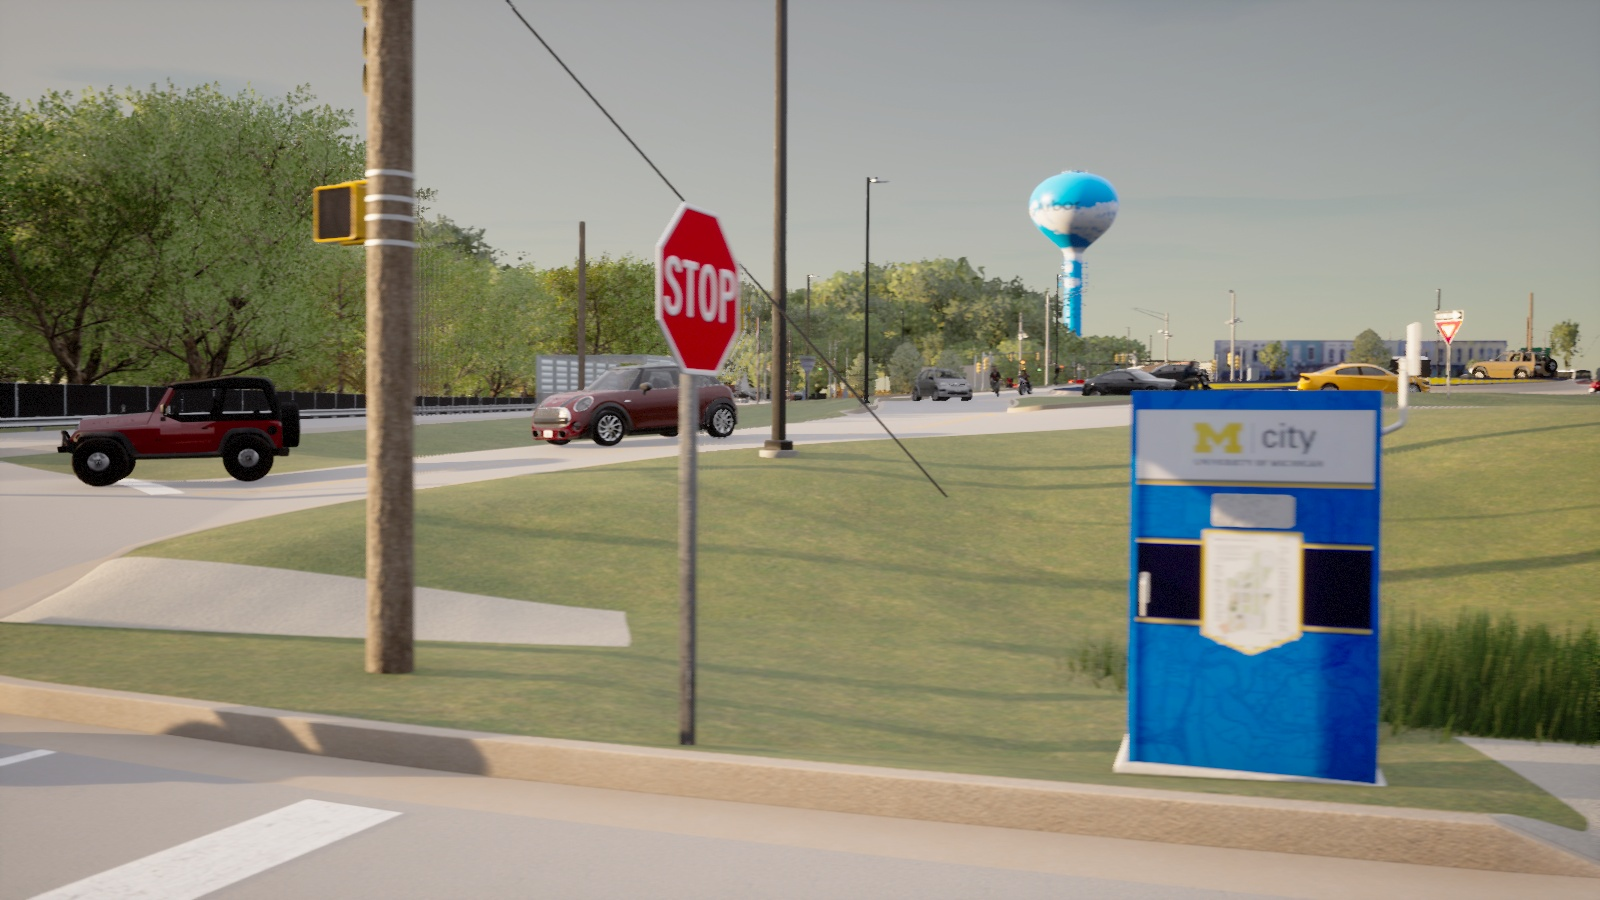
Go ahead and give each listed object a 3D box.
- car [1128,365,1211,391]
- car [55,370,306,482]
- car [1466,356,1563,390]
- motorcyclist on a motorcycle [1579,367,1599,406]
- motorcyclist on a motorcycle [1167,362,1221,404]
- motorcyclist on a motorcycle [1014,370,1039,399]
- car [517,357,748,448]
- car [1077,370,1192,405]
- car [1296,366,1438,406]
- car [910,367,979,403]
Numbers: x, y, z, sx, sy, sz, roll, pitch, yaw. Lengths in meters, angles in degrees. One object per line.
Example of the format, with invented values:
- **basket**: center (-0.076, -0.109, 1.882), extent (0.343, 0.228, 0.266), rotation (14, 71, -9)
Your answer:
- **car**: center (24.286, -4.714, 82.666), extent (5.008, 1.535, 1.882), rotation (-1, 1, 6)
- **car**: center (-11.048, -0.464, 22.642), extent (3.866, 1.878, 1.905), rotation (-1, 2, -24)
- **car**: center (41.052, -4.468, 72.318), extent (1.932, 1.855, 4.605), rotation (0, 4, -20)
- **motorcyclist on a motorcycle**: center (34.123, -2.695, 53.275), extent (1.817, 1.590, 0.866), rotation (-1, 7, -27)
- **motorcyclist on a motorcycle**: center (15.536, -2.631, 49.544), extent (1.817, 1.590, 0.866), rotation (1, 1, 32)
- **motorcyclist on a motorcycle**: center (14.168, -4.115, 78.394), extent (0.766, 1.649, 2.350), rotation (-4, 3, 28)
- **car**: center (-3.562, -1.083, 27.325), extent (4.553, 1.767, 2.097), rotation (-5, 4, -43)
- **car**: center (14.799, -2.756, 55.783), extent (1.812, 1.442, 4.674), rotation (-6, 5, -42)
- **car**: center (23.209, -2.645, 51.625), extent (5.008, 1.535, 1.882), rotation (1, 5, 14)
- **car**: center (6.799, -3.076, 59.567), extent (1.851, 1.617, 3.988), rotation (1, 2, -15)
